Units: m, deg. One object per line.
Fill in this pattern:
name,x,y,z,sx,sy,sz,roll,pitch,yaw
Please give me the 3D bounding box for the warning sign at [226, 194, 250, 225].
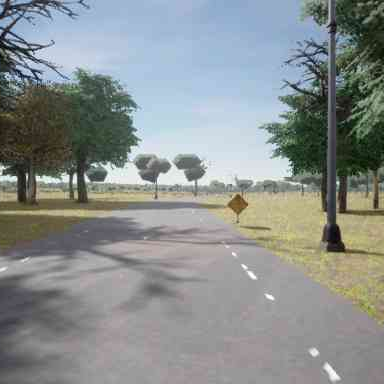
warning sign,2.837,1.045,20.573,1.300,1.860,1.060,0,1,-3
